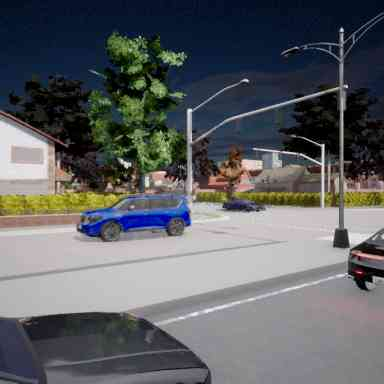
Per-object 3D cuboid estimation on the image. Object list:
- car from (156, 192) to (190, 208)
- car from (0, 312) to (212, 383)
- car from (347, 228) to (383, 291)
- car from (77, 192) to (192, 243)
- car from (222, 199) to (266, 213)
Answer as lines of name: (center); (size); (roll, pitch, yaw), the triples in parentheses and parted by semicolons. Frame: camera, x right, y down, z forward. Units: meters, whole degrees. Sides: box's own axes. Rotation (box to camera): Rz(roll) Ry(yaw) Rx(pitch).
car: (-2.765, 1.094, 47.567); (2.150, 2.045, 5.566); (0, 1, -36)
car: (-2.361, 1.543, 2.060); (5.357, 1.411, 2.033); (0, 0, -36)
car: (5.573, 1.474, 7.720); (4.902, 1.511, 2.128); (0, 0, -35)
car: (-2.616, 1.181, 16.146); (5.566, 2.045, 2.150); (0, 0, -34)
car: (5.496, 1.458, 36.015); (2.033, 1.411, 5.357); (0, 0, -34)
